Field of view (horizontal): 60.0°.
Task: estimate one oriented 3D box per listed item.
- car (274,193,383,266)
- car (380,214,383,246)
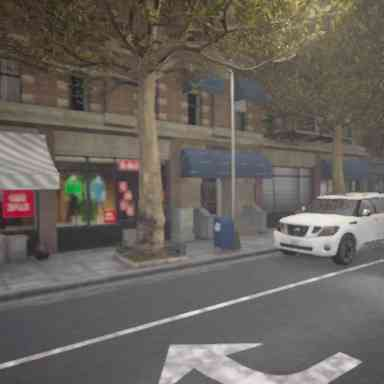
[{"bbox_3d":[5.257,1.073,11.374,5.566,2.045,2.435,-1,1,-36],"label":"car"},{"bbox_3d":[7.470,1.340,9.308,4.892,1.490,1.837,-1,1,-35],"label":"car"}]
